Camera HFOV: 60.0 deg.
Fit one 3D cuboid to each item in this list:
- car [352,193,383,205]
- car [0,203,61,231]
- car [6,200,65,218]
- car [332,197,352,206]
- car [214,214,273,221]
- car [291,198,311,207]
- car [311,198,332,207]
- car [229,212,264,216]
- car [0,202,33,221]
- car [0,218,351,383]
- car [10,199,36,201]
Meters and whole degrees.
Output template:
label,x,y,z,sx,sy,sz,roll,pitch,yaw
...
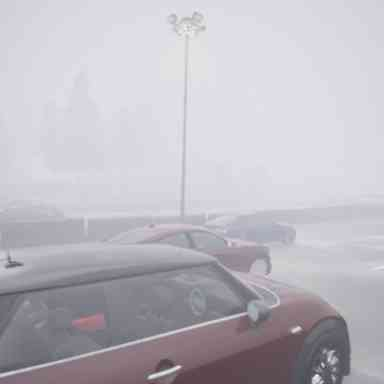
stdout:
label,x,y,z,sx,sy,sz,roll,pitch,yaw
car,22.967,1.185,41.841,5.566,2.045,2.150,-1,0,-35
car,-10.033,1.541,18.331,4.674,1.442,1.812,0,0,-35
car,-10.976,1.528,21.957,4.892,1.490,1.837,0,0,-35
car,21.648,1.461,45.193,4.892,1.490,1.837,-1,0,-35
car,-0.223,1.503,7.886,5.008,1.535,1.882,0,0,-35
car,16.934,1.528,50.425,4.181,1.385,1.994,-1,0,-35
car,19.641,1.520,48.058,4.181,1.385,1.994,-1,0,-35
car,2.402,1.578,14.075,4.674,1.442,1.812,0,0,-36
car,-16.019,1.564,26.958,5.357,1.411,2.033,0,0,-35
car,-0.327,1.363,3.513,4.553,1.767,2.097,0,0,-35
car,-13.167,1.374,24.693,4.553,1.767,2.097,0,0,-35
